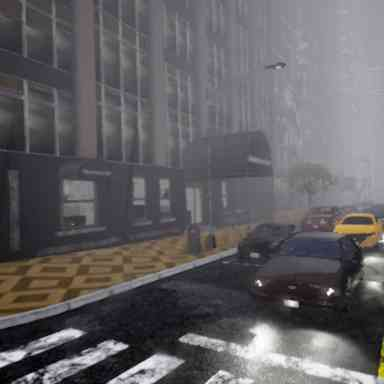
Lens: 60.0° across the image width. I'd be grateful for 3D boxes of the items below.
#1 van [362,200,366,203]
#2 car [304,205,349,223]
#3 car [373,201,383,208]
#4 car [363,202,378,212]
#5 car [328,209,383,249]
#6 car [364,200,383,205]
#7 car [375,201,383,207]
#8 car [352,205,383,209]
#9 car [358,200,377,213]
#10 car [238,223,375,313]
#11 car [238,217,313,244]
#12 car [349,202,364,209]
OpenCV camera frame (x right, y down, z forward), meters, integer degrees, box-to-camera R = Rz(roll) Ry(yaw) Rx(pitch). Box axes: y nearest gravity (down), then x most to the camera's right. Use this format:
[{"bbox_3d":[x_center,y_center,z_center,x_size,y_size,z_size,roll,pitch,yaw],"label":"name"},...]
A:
[{"bbox_3d":[21.268,2.116,41.981,1.690,1.788,3.998,-3,-2,32],"label":"van"},{"bbox_3d":[8.976,1.828,22.701,2.192,1.841,5.009,-3,-2,32],"label":"car"},{"bbox_3d":[41.862,2.745,74.591,1.752,1.417,4.829,-3,-2,32],"label":"car"},{"bbox_3d":[30.046,2.489,55.871,1.752,1.417,4.829,-3,-2,32],"label":"car"},{"bbox_3d":[8.521,1.847,16.903,1.882,1.535,5.008,-2,-2,32],"label":"car"},{"bbox_3d":[19.085,1.951,33.567,2.097,1.767,4.553,-2,-2,32],"label":"car"},{"bbox_3d":[44.816,2.809,79.271,1.752,1.417,4.829,-3,-2,32],"label":"car"},{"bbox_3d":[13.911,1.978,25.422,2.128,1.511,4.902,-2,-2,32],"label":"car"},{"bbox_3d":[27.175,2.217,51.341,2.192,1.841,5.009,-3,-2,32],"label":"car"},{"bbox_3d":[3.338,1.804,8.693,2.033,1.411,5.357,-2,-2,32],"label":"car"},{"bbox_3d":[3.441,1.959,13.962,1.947,1.339,4.313,-3,-2,32],"label":"car"},{"bbox_3d":[14.964,2.079,32.008,1.967,1.590,4.097,-3,-2,32],"label":"car"}]
